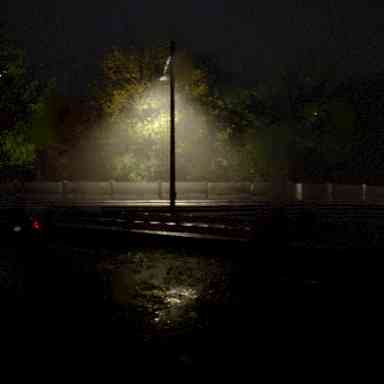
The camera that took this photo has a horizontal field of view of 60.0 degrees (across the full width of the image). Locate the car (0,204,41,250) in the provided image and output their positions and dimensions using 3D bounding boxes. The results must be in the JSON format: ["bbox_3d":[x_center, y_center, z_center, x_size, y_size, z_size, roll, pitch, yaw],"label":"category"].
[{"bbox_3d":[-7.890,1.296,12.522,4.553,1.767,2.097,0,0,29],"label":"car"}]

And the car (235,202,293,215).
[{"bbox_3d":[5.275,1.467,24.505,4.181,1.385,1.994,0,0,-9],"label":"car"}]
